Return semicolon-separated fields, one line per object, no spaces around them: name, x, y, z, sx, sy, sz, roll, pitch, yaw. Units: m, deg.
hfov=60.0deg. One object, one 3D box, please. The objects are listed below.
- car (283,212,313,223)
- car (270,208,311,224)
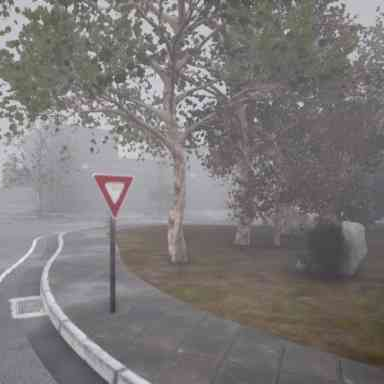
car;15.214;3.687;47.711;4.674;1.442;1.812;4;-3;-40
car;11.856;2.929;40.649;5.566;2.045;2.150;5;-3;-40
